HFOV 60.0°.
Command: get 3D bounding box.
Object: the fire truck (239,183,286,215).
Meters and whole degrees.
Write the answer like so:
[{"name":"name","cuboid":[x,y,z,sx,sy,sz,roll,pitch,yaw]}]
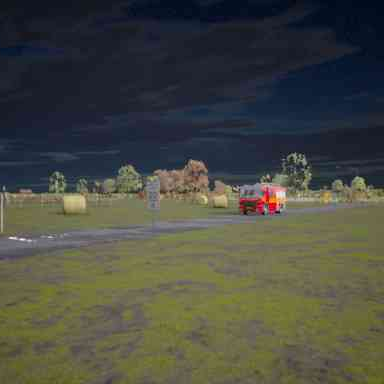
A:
[{"name":"fire truck","cuboid":[8.997,0.850,41.744,2.891,3.827,8.468,-1,-1,35]}]
